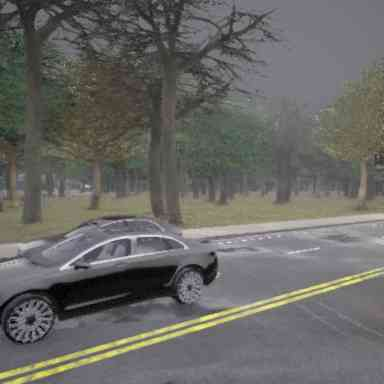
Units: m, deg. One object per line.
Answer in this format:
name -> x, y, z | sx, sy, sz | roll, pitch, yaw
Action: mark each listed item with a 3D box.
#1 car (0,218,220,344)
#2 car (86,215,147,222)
car -> -1.688, 1.484, 6.473 | 4.902, 1.511, 2.128 | 0, 0, -36
car -> -2.472, 1.493, 9.905 | 4.892, 1.490, 1.837 | 0, 0, -35
